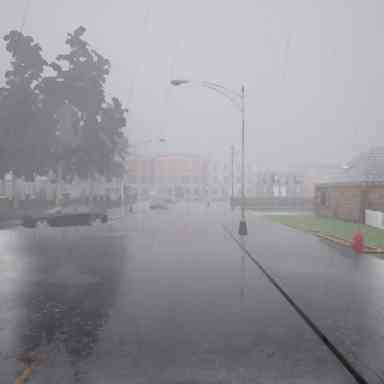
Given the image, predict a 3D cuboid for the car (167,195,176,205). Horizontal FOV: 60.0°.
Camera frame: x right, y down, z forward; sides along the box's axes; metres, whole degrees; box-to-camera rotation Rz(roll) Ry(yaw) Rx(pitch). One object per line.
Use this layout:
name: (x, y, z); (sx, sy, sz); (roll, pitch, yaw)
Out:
car: (-3.873, 1.359, 57.506); (2.097, 1.767, 4.553); (0, 0, 0)

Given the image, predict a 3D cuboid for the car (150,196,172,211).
car: (-4.007, 1.547, 40.886); (2.033, 1.411, 5.357); (0, 0, 0)

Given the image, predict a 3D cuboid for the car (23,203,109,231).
car: (-7.710, 1.478, 20.672); (5.008, 1.535, 1.882); (0, 2, -34)
